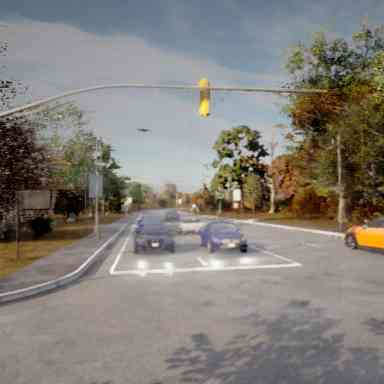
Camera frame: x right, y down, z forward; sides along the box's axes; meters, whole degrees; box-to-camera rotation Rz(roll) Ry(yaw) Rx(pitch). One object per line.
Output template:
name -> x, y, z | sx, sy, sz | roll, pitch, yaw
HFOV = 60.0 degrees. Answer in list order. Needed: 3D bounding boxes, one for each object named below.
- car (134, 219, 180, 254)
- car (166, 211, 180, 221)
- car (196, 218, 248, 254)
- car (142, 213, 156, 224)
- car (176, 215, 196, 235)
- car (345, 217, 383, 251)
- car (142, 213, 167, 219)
car -> -1.986, 2.376, 17.550 | 1.994, 1.385, 4.181 | -1, -2, -8
car -> -2.914, 3.577, 49.581 | 2.097, 1.767, 4.553 | -1, -2, -8
car -> 1.551, 2.282, 17.554 | 1.812, 1.442, 4.674 | -1, -3, -6
car -> -6.017, 3.662, 46.406 | 1.812, 1.442, 4.674 | -1, -3, -8
car -> 0.087, 2.832, 27.887 | 1.895, 1.301, 4.718 | -1, -3, -8
car -> 9.064, 1.882, 15.144 | 2.097, 1.767, 4.553 | 0, -3, -10
car -> -3.332, 2.727, 27.065 | 1.882, 1.535, 5.008 | -1, -3, -8
